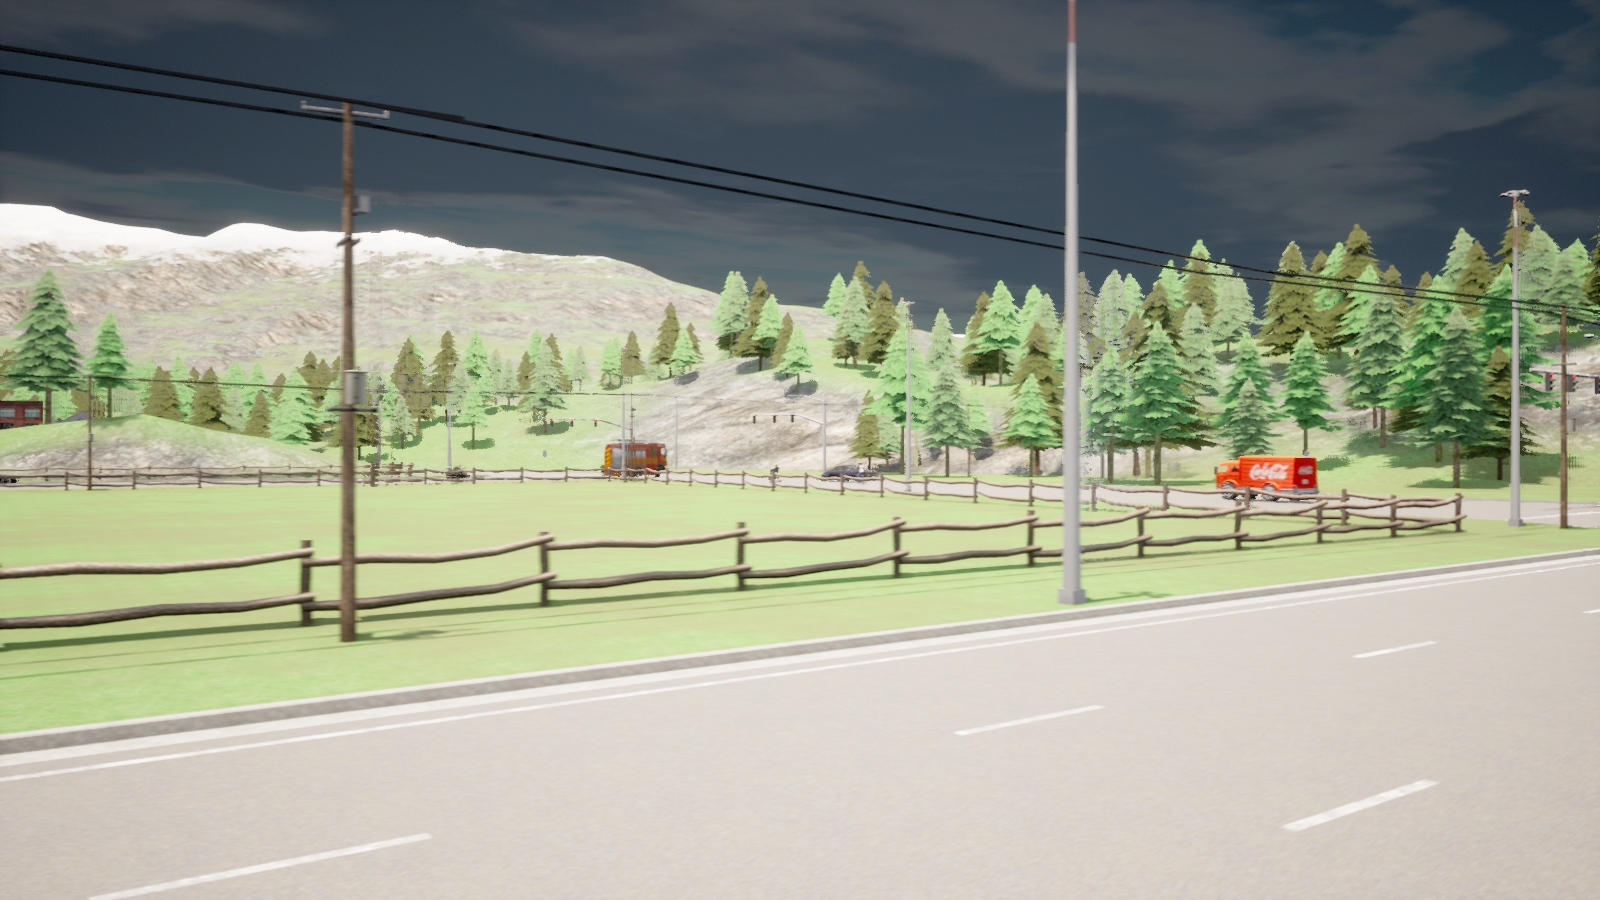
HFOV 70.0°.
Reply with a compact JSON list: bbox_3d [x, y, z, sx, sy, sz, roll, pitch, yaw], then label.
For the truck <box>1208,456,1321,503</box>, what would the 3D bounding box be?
[{"bbox_3d":[25.493,1.568,62.892,2.627,2.467,5.204,0,0,-34],"label":"truck"}]
